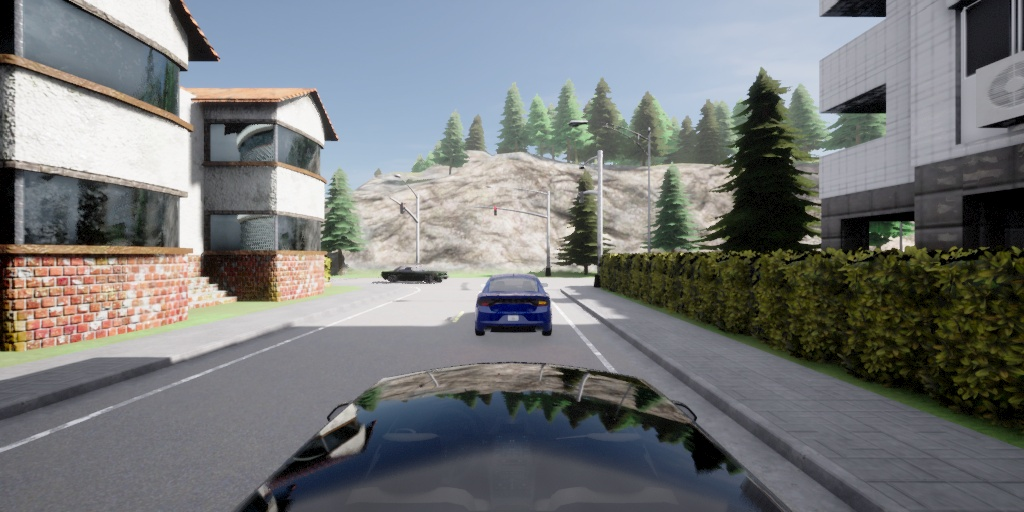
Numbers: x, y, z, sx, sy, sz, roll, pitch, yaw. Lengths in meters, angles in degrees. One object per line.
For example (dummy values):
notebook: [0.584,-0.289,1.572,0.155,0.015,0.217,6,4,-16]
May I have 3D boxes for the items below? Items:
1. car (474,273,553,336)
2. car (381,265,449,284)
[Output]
car: [0.049,1.228,10.431,1.882,1.535,5.008,0,0,0]
car: [-7.043,1.351,26.300,4.718,1.301,1.895,0,0,17]
